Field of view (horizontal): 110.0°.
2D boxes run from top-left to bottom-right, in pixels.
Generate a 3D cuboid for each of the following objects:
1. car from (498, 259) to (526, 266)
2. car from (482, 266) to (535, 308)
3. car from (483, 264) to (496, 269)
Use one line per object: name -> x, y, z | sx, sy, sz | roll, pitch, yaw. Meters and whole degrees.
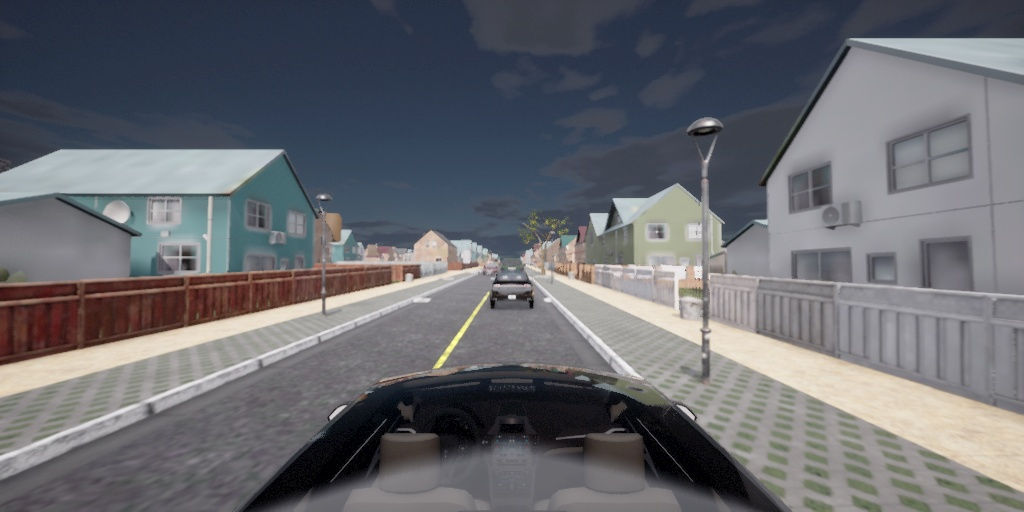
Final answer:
car -> 0.008, 1.251, 30.904 | 2.150, 2.045, 5.566 | 0, 0, 0
car -> 0.008, 1.381, 16.164 | 2.128, 1.511, 4.902 | 0, 0, 0
car -> -2.743, 1.727, 46.229 | 1.812, 1.442, 4.674 | 0, -1, 0
